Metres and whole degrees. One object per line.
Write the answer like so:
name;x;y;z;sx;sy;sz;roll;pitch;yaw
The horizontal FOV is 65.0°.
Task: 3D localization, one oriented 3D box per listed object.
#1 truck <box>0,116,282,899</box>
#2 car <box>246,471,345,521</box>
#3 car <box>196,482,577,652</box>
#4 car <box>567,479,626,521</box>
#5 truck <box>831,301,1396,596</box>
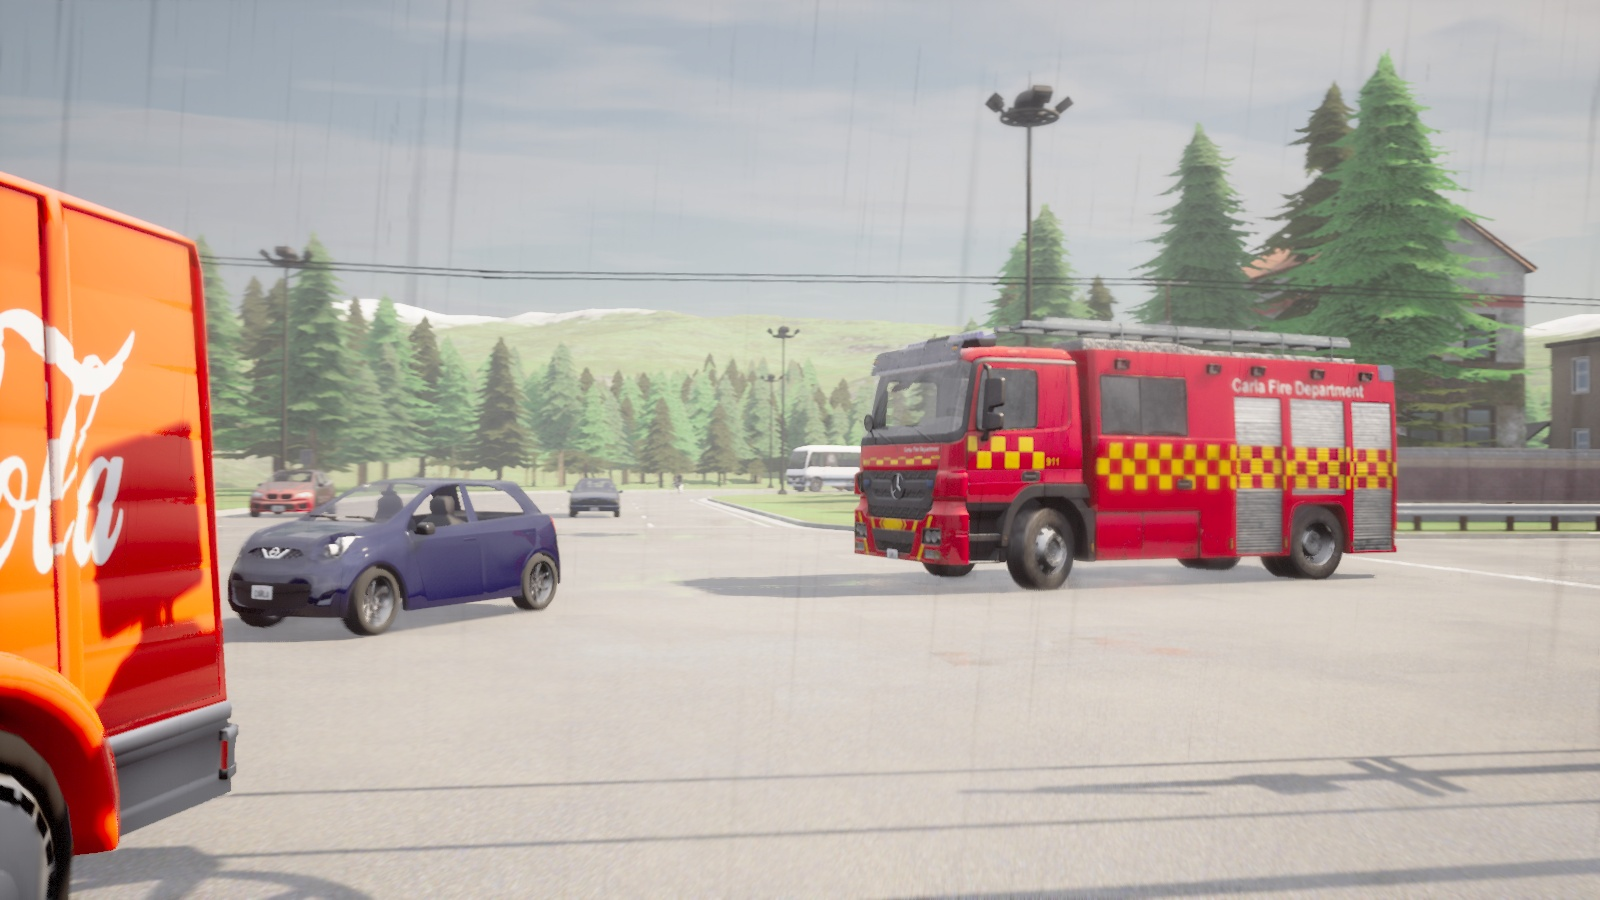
truck;-3.426;0.381;2.072;2.627;2.467;5.204;0;-1;5
car;-17.809;1.584;44.601;2.242;1.667;4.611;0;-1;-8
car;-4.210;1.107;13.365;1.845;1.501;3.633;-1;-1;26
car;-7.477;1.806;46.514;2.033;1.411;5.357;0;-1;-8
truck;4.926;0.031;19.353;8.468;3.827;2.891;0;-1;-25
